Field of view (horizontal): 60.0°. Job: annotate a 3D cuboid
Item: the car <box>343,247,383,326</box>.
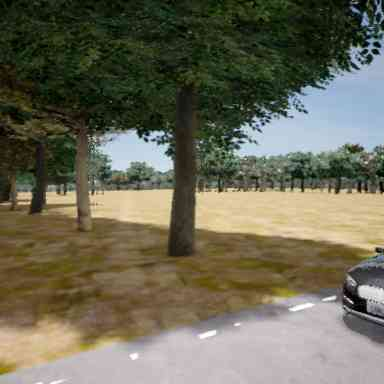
[{"bbox_3d":[4.872,1.490,6.265,4.902,1.511,2.128,0,0,-32],"label":"car"}]
